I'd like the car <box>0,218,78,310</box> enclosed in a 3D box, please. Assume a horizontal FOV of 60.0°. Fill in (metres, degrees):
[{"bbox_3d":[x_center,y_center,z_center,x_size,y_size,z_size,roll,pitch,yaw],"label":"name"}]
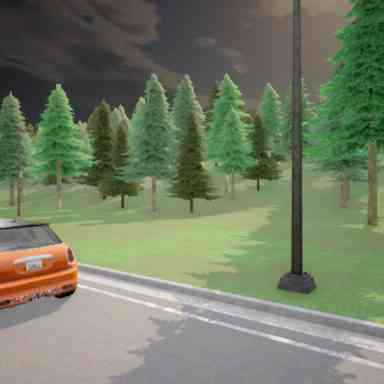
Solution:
[{"bbox_3d":[-4.586,1.347,7.265,4.553,1.767,2.097,0,0,36],"label":"car"}]
